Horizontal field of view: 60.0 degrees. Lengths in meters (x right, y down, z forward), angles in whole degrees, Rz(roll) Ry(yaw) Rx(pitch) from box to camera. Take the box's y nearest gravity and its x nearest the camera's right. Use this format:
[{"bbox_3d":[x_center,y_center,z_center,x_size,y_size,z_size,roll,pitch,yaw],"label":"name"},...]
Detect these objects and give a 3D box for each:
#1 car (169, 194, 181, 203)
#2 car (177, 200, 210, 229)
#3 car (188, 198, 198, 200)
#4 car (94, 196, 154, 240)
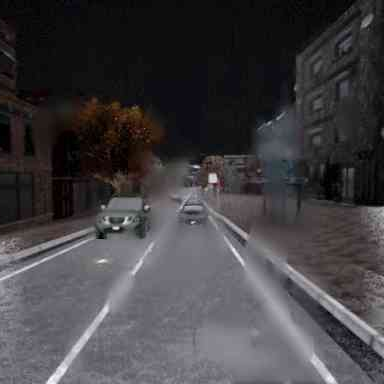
[{"bbox_3d":[-2.945,1.136,59.063,1.882,1.535,5.008,0,1,1],"label":"car"},{"bbox_3d":[0.093,1.504,21.382,1.837,1.490,4.892,0,0,0],"label":"car"},{"bbox_3d":[0.121,1.436,40.268,2.033,1.411,5.357,0,1,0],"label":"car"},{"bbox_3d":[-3.310,1.223,17.317,2.150,2.045,5.566,0,0,0],"label":"car"}]
